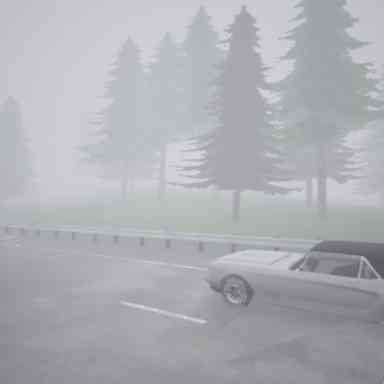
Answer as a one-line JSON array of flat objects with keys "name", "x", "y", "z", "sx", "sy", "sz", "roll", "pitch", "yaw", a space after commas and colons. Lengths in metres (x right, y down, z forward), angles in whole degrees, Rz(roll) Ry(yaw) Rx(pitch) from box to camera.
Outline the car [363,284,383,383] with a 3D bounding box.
[{"name": "car", "x": 3.487, "y": 1.560, "z": 1.450, "sx": 4.718, "sy": 1.301, "sz": 1.895, "roll": -1, "pitch": -1, "yaw": 36}]

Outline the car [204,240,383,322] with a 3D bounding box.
[{"name": "car", "x": 2.600, "y": 1.609, "z": 6.350, "sx": 4.718, "sy": 1.301, "sz": 1.895, "roll": -1, "pitch": -1, "yaw": 35}]
